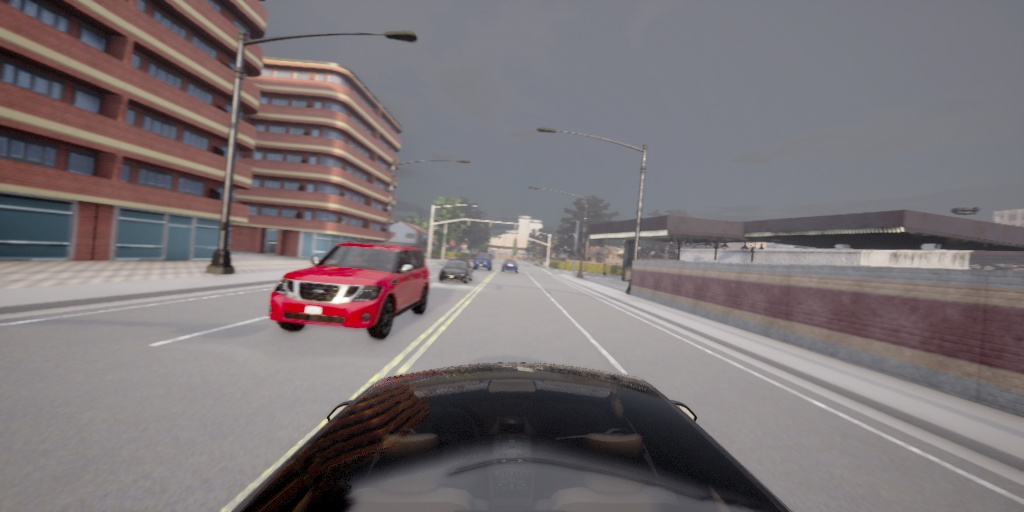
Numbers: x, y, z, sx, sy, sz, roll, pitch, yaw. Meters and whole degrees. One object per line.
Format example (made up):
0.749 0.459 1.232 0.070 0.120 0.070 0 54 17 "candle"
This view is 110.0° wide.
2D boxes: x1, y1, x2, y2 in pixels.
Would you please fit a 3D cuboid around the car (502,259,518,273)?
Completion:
-0.259 1.214 47.530 2.097 1.767 4.553 5 0 -1 "car"

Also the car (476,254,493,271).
-3.682 0.754 45.854 2.150 2.045 5.566 5 0 0 "car"

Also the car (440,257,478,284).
-3.731 0.976 24.487 1.837 1.490 4.892 5 1 0 "car"

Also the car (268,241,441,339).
-3.649 0.658 9.388 2.150 2.045 5.566 5 0 0 "car"
